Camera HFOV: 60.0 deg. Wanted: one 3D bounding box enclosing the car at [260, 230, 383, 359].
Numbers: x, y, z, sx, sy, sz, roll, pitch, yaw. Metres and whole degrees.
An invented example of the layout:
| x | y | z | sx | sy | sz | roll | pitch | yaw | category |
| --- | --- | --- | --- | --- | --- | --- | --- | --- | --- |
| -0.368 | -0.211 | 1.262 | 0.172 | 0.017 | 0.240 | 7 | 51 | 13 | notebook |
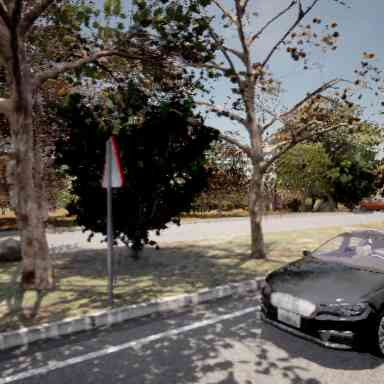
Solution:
| x | y | z | sx | sy | sz | roll | pitch | yaw | category |
| --- | --- | --- | --- | --- | --- | --- | --- | --- | --- |
| 3.344 | 1.496 | 6.068 | 4.902 | 1.511 | 2.128 | 0 | 0 | -35 | car |

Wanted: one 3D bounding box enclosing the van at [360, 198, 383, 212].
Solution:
| x | y | z | sx | sy | sz | roll | pitch | yaw | category |
| --- | --- | --- | --- | --- | --- | --- | --- | --- | --- |
| 26.267 | 1.800 | 47.193 | 1.878 | 1.987 | 4.442 | 2 | -1 | -35 | van |
